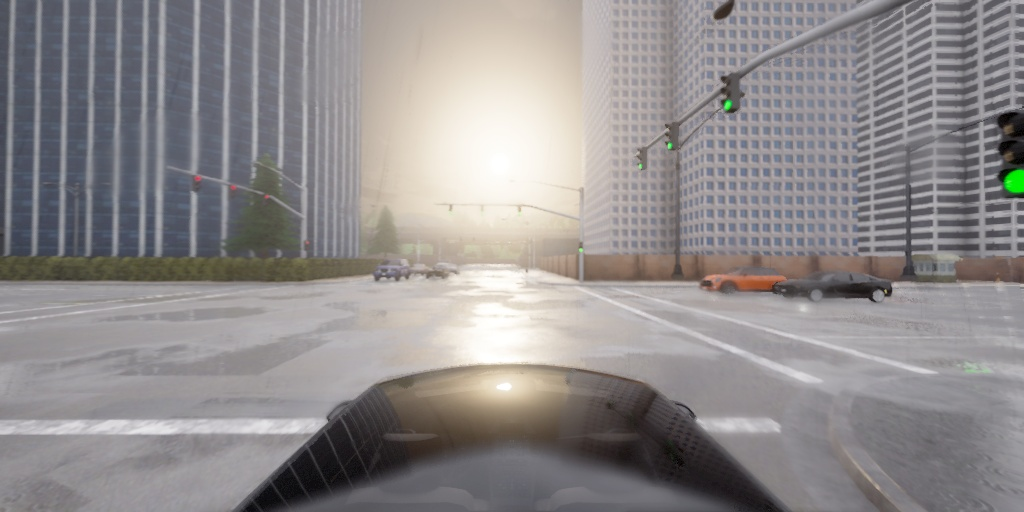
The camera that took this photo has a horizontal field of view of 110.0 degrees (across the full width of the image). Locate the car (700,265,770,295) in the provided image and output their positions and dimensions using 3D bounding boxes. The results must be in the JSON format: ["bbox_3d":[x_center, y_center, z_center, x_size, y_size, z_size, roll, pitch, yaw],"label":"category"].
[{"bbox_3d":[14.005,1.419,21.883,4.553,1.767,2.097,0,-1,-1],"label":"car"}]

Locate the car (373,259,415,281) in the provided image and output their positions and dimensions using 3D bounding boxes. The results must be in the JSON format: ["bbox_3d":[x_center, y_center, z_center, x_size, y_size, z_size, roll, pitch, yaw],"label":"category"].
[{"bbox_3d":[-11.304,1.284,34.247,2.150,2.045,5.566,0,-1,-1],"label":"car"}]

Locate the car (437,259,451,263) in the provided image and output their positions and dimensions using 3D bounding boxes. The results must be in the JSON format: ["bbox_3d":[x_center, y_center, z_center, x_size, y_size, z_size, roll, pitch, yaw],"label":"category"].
[{"bbox_3d":[-11.801,1.607,62.556,2.150,2.045,5.566,0,-1,-1],"label":"car"}]

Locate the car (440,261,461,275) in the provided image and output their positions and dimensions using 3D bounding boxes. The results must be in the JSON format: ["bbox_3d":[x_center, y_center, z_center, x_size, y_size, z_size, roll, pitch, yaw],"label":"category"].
[{"bbox_3d":[-8.081,1.766,47.901,1.812,1.442,4.674,0,-1,-1],"label":"car"}]

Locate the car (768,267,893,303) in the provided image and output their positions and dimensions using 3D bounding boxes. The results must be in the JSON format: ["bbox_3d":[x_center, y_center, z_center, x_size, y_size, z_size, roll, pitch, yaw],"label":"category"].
[{"bbox_3d":[16.446,1.518,18.419,5.008,1.535,1.882,0,-1,-1],"label":"car"}]

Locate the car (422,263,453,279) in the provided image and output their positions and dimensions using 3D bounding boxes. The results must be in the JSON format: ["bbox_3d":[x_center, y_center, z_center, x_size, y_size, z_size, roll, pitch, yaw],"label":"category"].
[{"bbox_3d":[-7.886,1.732,38.397,1.895,1.301,4.718,0,-1,-1],"label":"car"}]

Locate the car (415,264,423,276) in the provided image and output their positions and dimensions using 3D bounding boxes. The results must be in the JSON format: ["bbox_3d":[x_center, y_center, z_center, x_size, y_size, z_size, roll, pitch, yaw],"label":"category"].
[{"bbox_3d":[-11.503,1.703,44.227,1.812,1.442,4.674,0,0,-1],"label":"car"}]
